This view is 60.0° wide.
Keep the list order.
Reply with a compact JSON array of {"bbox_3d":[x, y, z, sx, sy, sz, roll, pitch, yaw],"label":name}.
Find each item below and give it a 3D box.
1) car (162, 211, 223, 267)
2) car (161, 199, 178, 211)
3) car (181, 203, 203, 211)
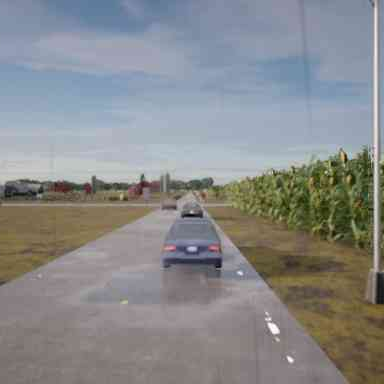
[{"bbox_3d":[0.023,1.603,11.529,2.033,1.411,5.357,0,0,0],"label":"car"},{"bbox_3d":[-2.934,1.671,43.888,1.882,1.535,5.008,0,0,0],"label":"car"},{"bbox_3d":[0.004,1.699,30.638,1.994,1.385,4.181,0,0,0],"label":"car"}]
